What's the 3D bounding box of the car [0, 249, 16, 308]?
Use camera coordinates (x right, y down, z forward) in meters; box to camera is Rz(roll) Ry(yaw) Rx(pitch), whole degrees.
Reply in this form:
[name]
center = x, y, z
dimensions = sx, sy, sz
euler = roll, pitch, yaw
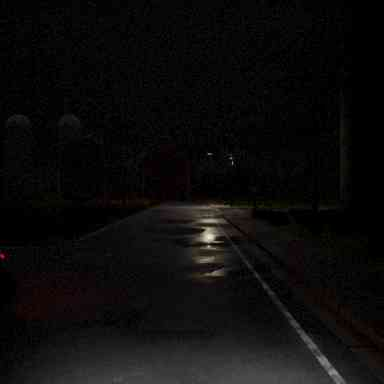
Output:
[car]
center = -5.468, 1.341, 5.246
dimensions = 2.097, 1.767, 4.553
euler = 0, 0, 42
